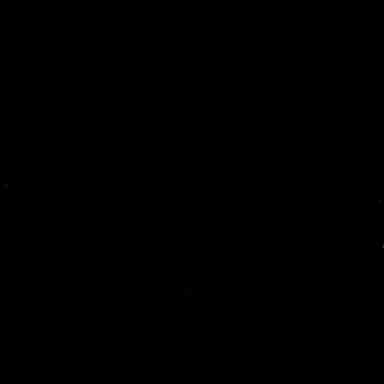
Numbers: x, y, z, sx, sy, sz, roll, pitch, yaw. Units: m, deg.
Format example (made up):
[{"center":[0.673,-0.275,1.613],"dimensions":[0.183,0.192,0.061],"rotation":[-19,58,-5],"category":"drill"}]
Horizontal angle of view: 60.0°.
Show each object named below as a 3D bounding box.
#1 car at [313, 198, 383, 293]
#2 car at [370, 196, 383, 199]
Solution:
[{"center":[5.163,1.330,9.214],"dimensions":[2.150,2.045,5.566],"rotation":[1,0,4],"category":"car"},{"center":[33.777,1.752,60.352],"dimensions":[2.150,2.045,5.566],"rotation":[-1,0,41],"category":"car"}]
